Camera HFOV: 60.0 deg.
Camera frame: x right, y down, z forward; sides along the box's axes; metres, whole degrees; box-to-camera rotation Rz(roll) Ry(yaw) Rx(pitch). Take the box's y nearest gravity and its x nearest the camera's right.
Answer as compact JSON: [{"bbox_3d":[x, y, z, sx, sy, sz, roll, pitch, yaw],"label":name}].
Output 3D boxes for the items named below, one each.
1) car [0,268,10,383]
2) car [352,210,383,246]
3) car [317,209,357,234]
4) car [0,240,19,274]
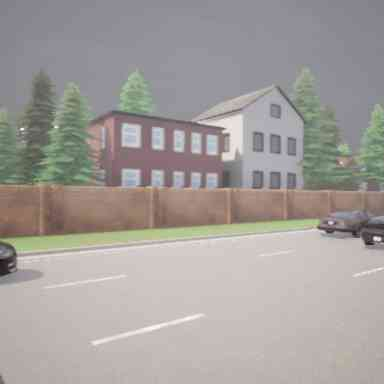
[{"bbox_3d":[-3.612,1.528,1.172,5.357,1.411,2.033,1,0,-35],"label":"car"},{"bbox_3d":[9.425,1.641,14.760,4.892,1.490,1.837,0,0,-35],"label":"car"},{"bbox_3d":[9.376,1.703,19.026,5.357,1.411,2.033,1,0,-35],"label":"car"},{"bbox_3d":[-6.708,1.483,7.560,4.902,1.511,2.128,1,0,-35],"label":"car"}]
